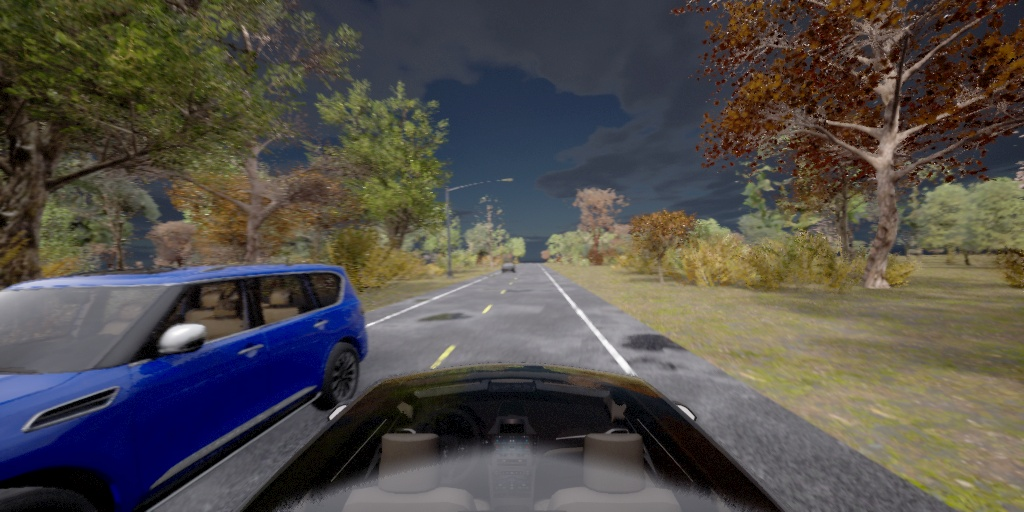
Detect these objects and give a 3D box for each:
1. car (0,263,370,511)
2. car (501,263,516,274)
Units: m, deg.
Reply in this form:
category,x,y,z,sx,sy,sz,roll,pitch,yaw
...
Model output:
category,x,y,z,sx,sy,sz,roll,pitch,yaw
car,-3.469,1.117,3.527,2.150,2.045,5.566,-2,-1,3
car,-0.464,1.699,51.902,1.882,1.535,5.008,-2,-1,4
